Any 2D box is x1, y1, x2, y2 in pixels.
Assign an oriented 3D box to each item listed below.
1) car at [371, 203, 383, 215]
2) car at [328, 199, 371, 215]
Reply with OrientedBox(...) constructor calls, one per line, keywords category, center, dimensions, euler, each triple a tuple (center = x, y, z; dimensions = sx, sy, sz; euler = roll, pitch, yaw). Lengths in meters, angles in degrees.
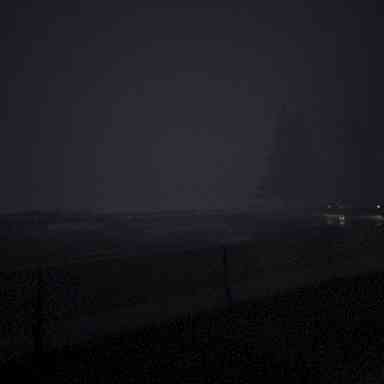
OrientedBox(category="car", center=(19.008, 1.224, 30.068), dimensions=(4.553, 1.767, 2.097), euler=(0, 0, -23))
OrientedBox(category="car", center=(15.439, 1.397, 32.344), dimensions=(4.674, 1.442, 1.812), euler=(0, 0, -24))
